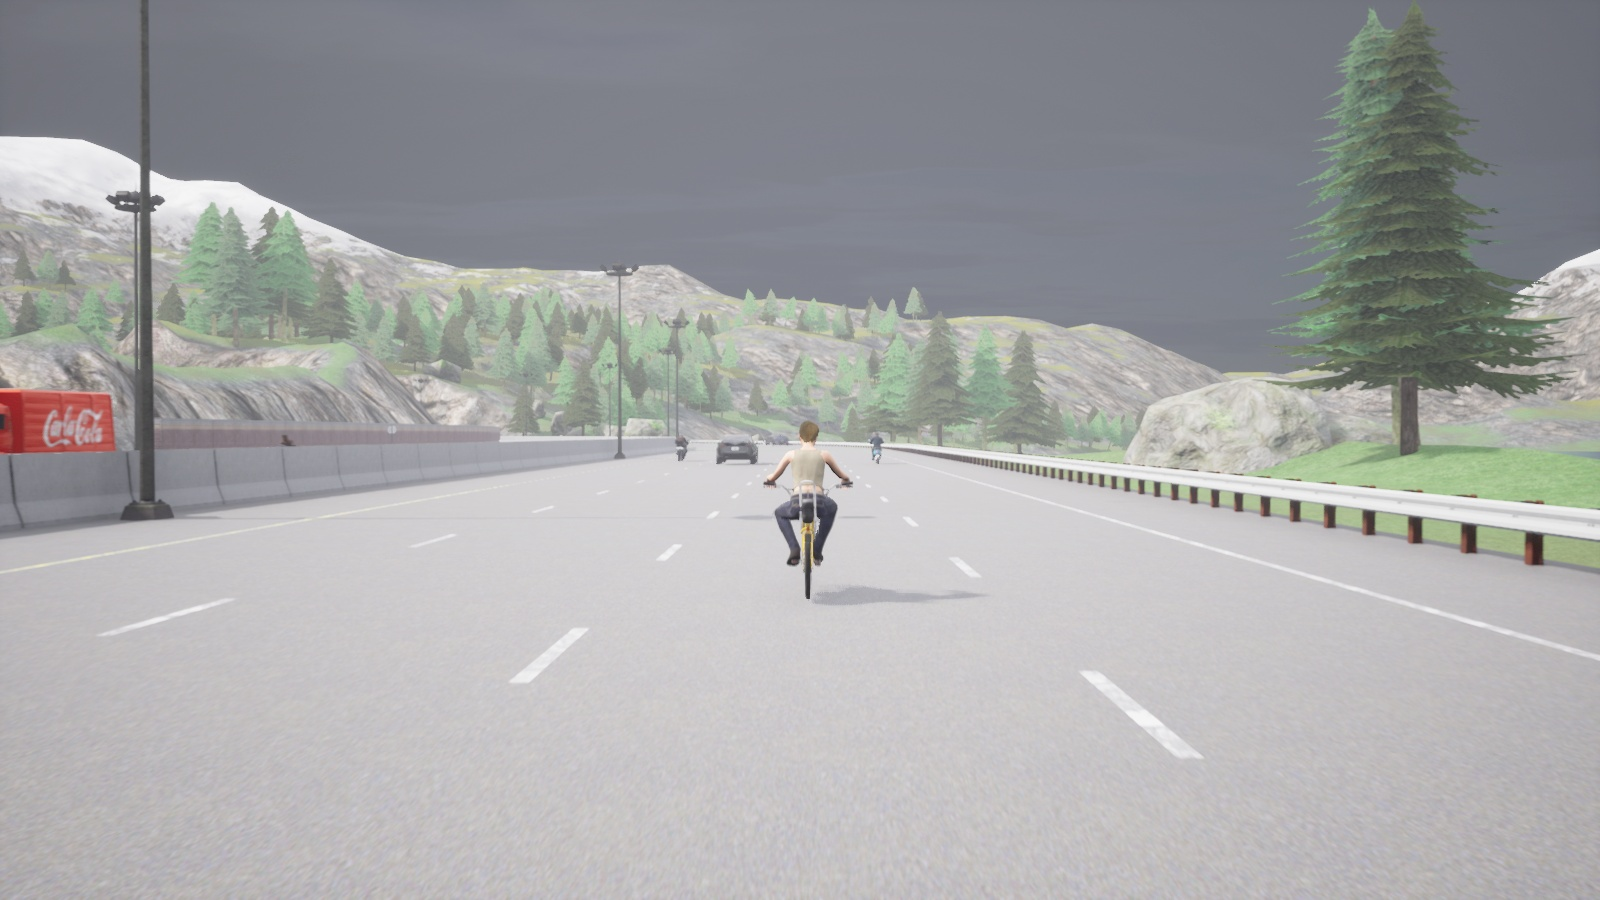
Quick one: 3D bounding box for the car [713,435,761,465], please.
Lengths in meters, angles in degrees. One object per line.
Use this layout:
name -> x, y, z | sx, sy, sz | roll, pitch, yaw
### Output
car -> -3.134, -0.039, 63.622 | 2.163, 1.488, 4.792 | 0, 1, 0

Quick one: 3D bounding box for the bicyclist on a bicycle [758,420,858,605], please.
bicyclist on a bicycle -> 0.076, 0.538, 11.723 | 0.866, 1.612, 1.509 | 0, 1, 1

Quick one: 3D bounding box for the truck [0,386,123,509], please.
truck -> -17.330, -0.102, 27.031 | 2.627, 2.467, 5.204 | 0, 2, 1
